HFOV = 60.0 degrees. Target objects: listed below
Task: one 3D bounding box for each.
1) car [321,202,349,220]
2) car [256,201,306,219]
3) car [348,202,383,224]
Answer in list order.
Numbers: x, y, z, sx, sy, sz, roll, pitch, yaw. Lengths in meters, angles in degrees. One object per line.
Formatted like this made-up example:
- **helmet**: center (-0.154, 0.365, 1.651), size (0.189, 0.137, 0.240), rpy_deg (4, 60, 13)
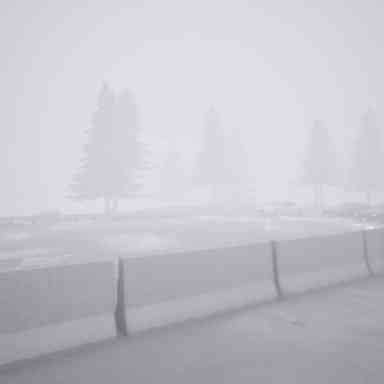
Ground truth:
- **car**: center (13.225, 1.510, 27.575), size (5.357, 1.411, 2.033), rpy_deg (0, 0, -26)
- **car**: center (7.731, 1.475, 28.717), size (4.674, 1.442, 1.812), rpy_deg (0, 0, -27)
- **car**: center (14.282, 1.520, 24.209), size (5.357, 1.411, 2.033), rpy_deg (0, 0, -26)
